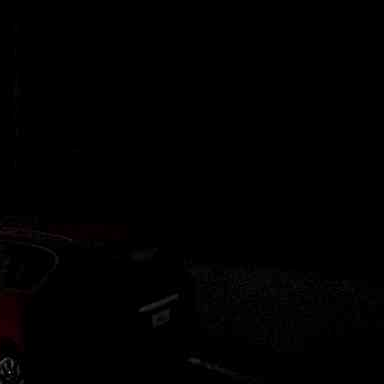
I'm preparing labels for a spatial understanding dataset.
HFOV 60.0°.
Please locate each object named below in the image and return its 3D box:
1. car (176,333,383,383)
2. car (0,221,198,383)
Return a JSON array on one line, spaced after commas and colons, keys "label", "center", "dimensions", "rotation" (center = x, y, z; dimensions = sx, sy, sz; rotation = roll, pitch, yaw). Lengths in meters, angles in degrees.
[{"label": "car", "center": [2.247, 1.559, 1.478], "dimensions": [4.313, 1.339, 1.947], "rotation": [0, 0, 36]}, {"label": "car", "center": [-2.251, 1.345, 4.688], "dimensions": [5.009, 1.841, 2.192], "rotation": [0, 0, 36]}]
